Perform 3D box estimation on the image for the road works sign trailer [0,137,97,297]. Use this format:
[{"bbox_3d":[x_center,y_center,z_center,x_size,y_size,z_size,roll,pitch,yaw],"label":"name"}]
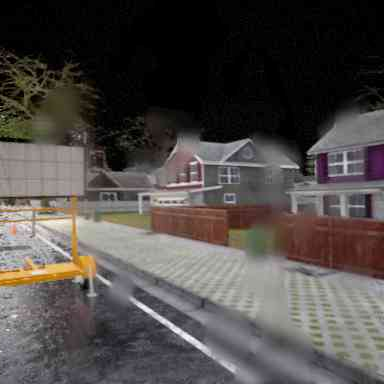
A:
[{"bbox_3d":[-3.820,0.543,8.017,2.380,3.560,2.880,-1,0,-33],"label":"road works sign trailer"}]
